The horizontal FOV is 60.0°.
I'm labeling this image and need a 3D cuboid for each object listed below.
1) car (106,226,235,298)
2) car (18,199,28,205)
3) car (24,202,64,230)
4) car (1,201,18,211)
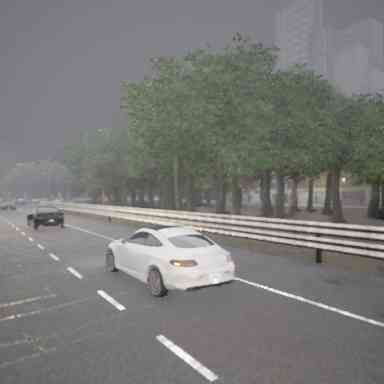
[{"bbox_3d":[-0.776,1.630,8.895,1.812,1.442,4.674,1,-1,-33],"label":"car"},{"bbox_3d":[-37.489,2.308,73.586,1.812,1.442,4.674,0,-1,-12],"label":"car"},{"bbox_3d":[-10.508,1.752,23.721,1.882,1.535,5.008,1,-1,-33],"label":"car"},{"bbox_3d":[-28.010,2.138,50.631,1.895,1.301,4.718,0,-1,-31],"label":"car"}]
